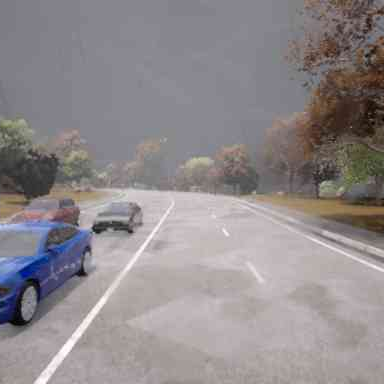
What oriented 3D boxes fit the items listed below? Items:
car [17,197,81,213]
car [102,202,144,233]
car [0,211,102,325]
[{"bbox_3d":[-7.215,1.091,16.714,2.097,1.767,4.553,0,2,0],"label":"car"},{"bbox_3d":[-3.726,1.245,17.690,2.033,1.411,5.357,0,2,-1],"label":"car"},{"bbox_3d":[-3.648,1.424,7.191,1.882,1.535,5.008,0,1,0],"label":"car"}]
